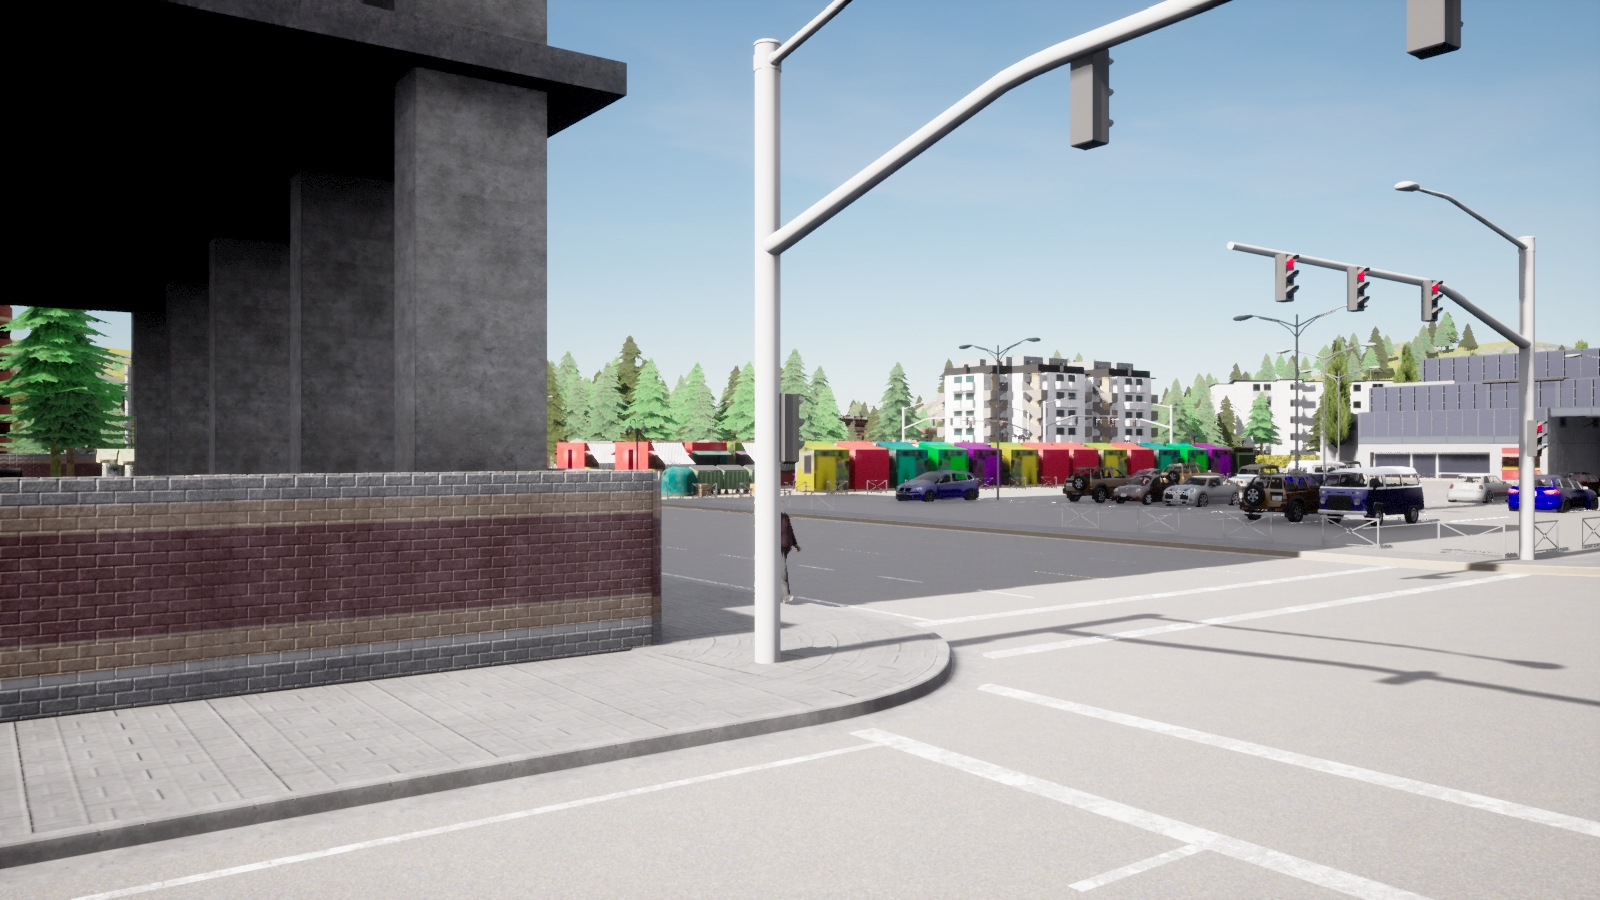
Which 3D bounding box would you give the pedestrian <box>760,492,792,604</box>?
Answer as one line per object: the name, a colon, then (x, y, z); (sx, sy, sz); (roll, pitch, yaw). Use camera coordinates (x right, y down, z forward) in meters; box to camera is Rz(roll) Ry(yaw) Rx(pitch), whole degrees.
pedestrian: (-0.408, 1.642, 19.313); (0.375, 1.860, 0.375); (0, 0, -43)
